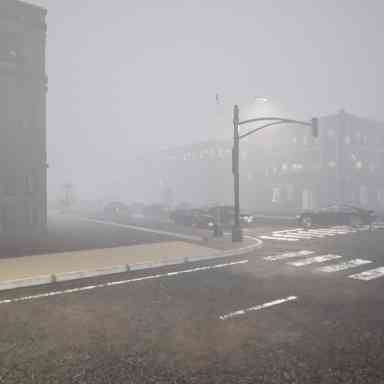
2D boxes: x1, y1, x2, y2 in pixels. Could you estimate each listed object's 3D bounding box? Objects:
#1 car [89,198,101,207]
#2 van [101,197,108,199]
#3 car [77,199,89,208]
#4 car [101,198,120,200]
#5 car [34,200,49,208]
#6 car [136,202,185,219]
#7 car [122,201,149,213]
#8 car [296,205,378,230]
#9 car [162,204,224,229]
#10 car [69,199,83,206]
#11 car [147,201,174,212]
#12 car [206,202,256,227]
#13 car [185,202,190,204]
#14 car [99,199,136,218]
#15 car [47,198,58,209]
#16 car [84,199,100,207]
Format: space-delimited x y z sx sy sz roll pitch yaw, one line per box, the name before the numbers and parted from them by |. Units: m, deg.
car | -17.114 1.939 62.873 2.192 1.841 5.009 -1 0 -35
van | -13.910 1.906 58.359 1.690 1.788 3.998 -1 0 -35
car | -20.211 2.194 62.801 1.812 1.442 4.674 -1 0 -35
car | -9.254 1.938 41.827 2.128 1.511 4.902 -1 0 -35
car | -30.348 2.375 67.052 2.008 1.369 4.403 -1 0 -35
car | -3.260 1.877 33.360 2.033 1.411 5.357 -1 0 -36
car | -7.811 2.000 45.309 1.994 1.385 4.181 -1 0 -35
car | 9.254 1.578 21.581 4.902 1.511 2.128 -2 0 35
car | 0.004 1.814 24.064 1.947 1.339 4.313 -1 0 -35
car | -26.717 2.364 76.417 1.947 1.339 4.313 -1 0 -35
car | -4.295 1.966 44.817 1.802 1.307 4.206 -2 0 -35
car | 2.685 1.737 24.990 1.812 1.442 4.674 -1 0 -33
car | -1.093 1.903 40.303 1.802 1.307 4.206 -2 0 -35
car | -7.929 1.846 35.451 1.967 1.590 4.097 -1 0 -35
car | -23.844 2.232 57.884 1.752 1.417 4.829 -1 0 -35
car | -20.311 2.227 67.388 1.887 1.381 4.507 -1 0 -35
